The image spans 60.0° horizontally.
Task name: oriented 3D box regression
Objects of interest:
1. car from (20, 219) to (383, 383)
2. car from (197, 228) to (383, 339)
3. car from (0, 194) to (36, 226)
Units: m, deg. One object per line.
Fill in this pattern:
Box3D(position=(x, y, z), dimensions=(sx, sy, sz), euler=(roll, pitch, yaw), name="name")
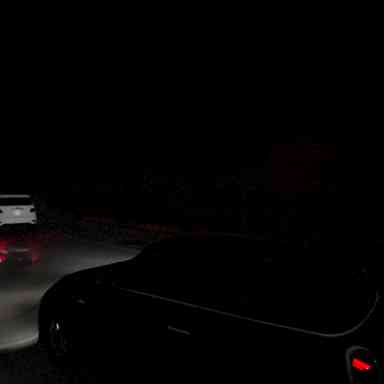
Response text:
Box3D(position=(0.042, 1.348, 4.197), dimensions=(4.553, 1.767, 2.097), euler=(0, 0, 37), name="car")
Box3D(position=(2.570, 1.610, 6.582), dimensions=(4.718, 1.301, 1.895), euler=(0, 0, 37), name="car")
Box3D(position=(-10.744, 1.125, 19.136), dimensions=(2.150, 2.045, 5.566), euler=(0, 0, -41), name="car")
